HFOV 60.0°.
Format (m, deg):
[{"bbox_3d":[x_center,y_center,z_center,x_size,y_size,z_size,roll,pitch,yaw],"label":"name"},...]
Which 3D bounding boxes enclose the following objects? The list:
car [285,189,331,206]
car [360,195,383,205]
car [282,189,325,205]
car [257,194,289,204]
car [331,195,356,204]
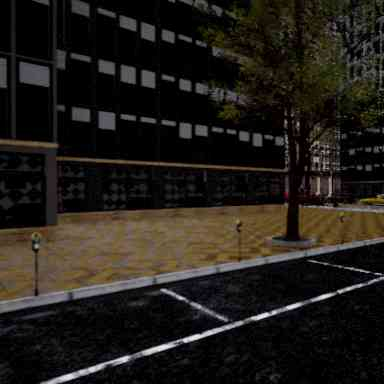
[{"bbox_3d":[15.096,0.814,43.954,2.192,1.841,5.009,1,0,-36],"label":"car"},{"bbox_3d":[25.136,1.094,44.559,1.752,1.417,4.829,1,0,-36],"label":"car"},{"bbox_3d":[15.778,0.671,47.550,2.150,2.045,5.566,0,2,-36],"label":"car"},{"bbox_3d":[11.776,0.960,48.494,1.947,1.339,4.313,1,0,-36],"label":"car"},{"bbox_3d":[21.853,1.033,48.905,1.947,1.339,4.313,1,0,-36],"label":"car"}]
